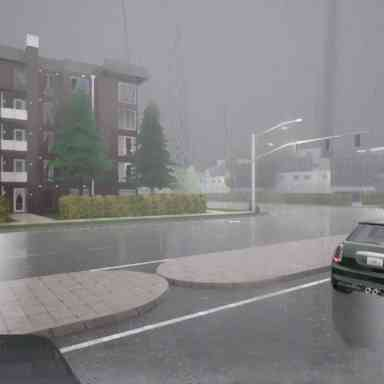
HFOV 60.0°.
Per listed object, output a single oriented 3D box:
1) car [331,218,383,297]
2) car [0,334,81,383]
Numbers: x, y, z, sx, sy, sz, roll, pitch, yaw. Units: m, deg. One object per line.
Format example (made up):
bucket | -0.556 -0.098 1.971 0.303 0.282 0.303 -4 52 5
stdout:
car | 5.234 1.351 7.603 4.553 1.767 2.097 0 0 -35
car | -3.201 1.548 1.465 5.357 1.411 2.033 0 0 -35
